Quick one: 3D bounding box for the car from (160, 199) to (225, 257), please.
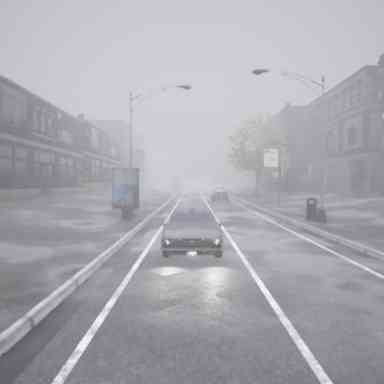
[{"bbox_3d":[0.007,1.192,11.614,2.033,1.411,5.357,0,2,0],"label":"car"}]

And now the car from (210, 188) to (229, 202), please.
[{"bbox_3d":[3.120,0.293,37.907,1.812,1.442,4.674,0,2,0],"label":"car"}]
